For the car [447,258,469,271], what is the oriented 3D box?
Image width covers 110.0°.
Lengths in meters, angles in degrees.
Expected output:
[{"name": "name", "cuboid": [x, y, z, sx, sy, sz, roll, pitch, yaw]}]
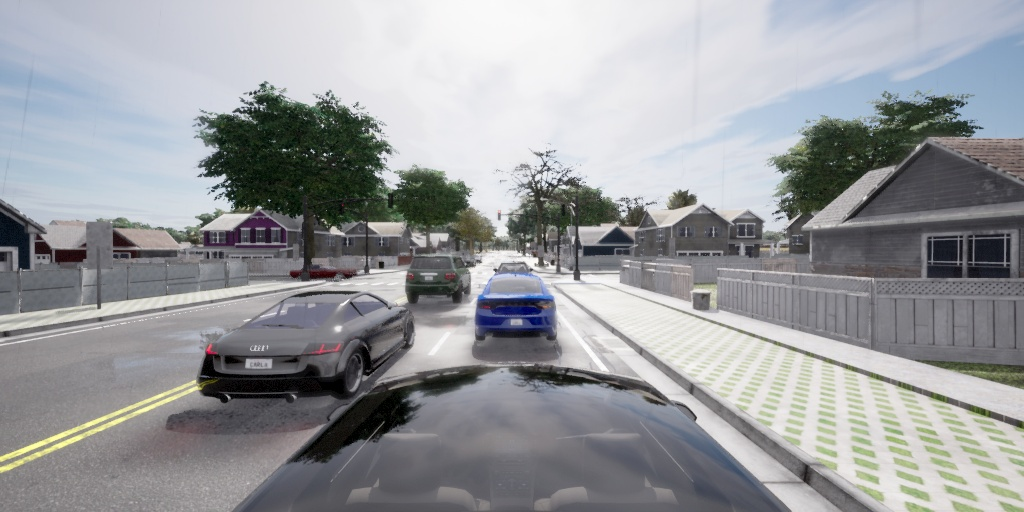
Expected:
[{"name": "car", "cuboid": [-6.673, 1.007, 44.809, 2.033, 1.411, 5.357, 0, 1, 0]}]

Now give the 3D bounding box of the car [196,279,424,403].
[{"name": "car", "cuboid": [-3.158, 1.308, 6.479, 1.994, 1.385, 4.181, 0, 0, 0]}]

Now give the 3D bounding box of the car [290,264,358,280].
[{"name": "car", "cuboid": [-15.274, 1.335, 29.304, 4.718, 1.301, 1.895, 0, 1, -3]}]

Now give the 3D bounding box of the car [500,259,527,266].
[{"name": "car", "cuboid": [0.071, 1.039, 18.852, 2.097, 1.767, 4.553, 0, 0, 0]}]

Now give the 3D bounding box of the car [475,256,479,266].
[{"name": "car", "cuboid": [-6.672, 0.710, 54.247, 2.097, 1.767, 4.553, 0, 1, 0]}]

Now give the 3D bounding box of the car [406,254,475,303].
[{"name": "car", "cuboid": [-3.176, 0.925, 16.360, 2.150, 2.045, 5.566, 0, 0, 0]}]

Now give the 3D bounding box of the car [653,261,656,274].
[{"name": "car", "cuboid": [12.668, 1.091, 32.544, 4.718, 1.301, 1.895, 0, 1, 1]}]

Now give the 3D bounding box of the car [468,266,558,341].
[{"name": "car", "cuboid": [0.087, 1.212, 9.897, 1.882, 1.535, 5.008, 0, 0, 0]}]
